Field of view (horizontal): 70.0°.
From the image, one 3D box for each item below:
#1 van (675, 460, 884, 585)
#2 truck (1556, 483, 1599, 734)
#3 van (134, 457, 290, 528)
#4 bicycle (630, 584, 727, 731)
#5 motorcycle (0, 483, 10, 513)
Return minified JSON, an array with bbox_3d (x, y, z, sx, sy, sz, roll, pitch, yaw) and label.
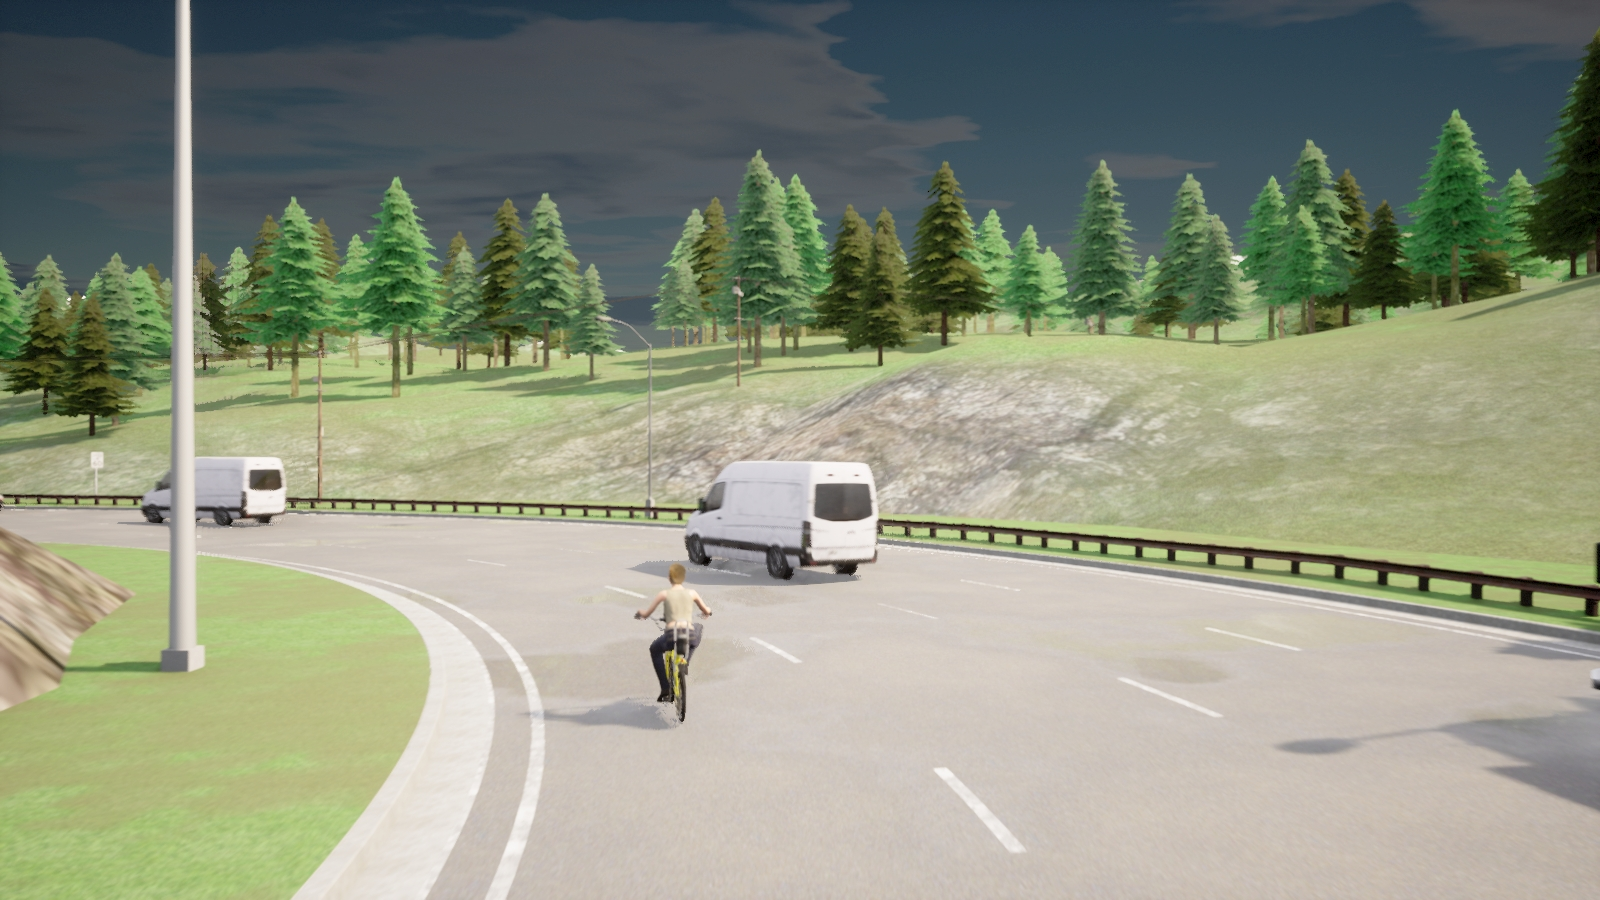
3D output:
[{"bbox_3d":[-0.658,1.544,26.695,1.988,2.561,5.915,1,-1,-33],"label":"van"},{"bbox_3d":[9.548,1.569,9.474,2.627,2.467,5.204,0,0,-10],"label":"truck"},{"bbox_3d":[-22.395,1.549,43.462,5.915,2.561,1.988,0,0,24],"label":"van"},{"bbox_3d":[-1.327,2.162,12.215,0.859,1.276,1.487,0,0,-13],"label":"bicycle"},{"bbox_3d":[-36.981,2.172,51.534,2.356,1.307,0.764,0,1,10],"label":"motorcycle"}]
